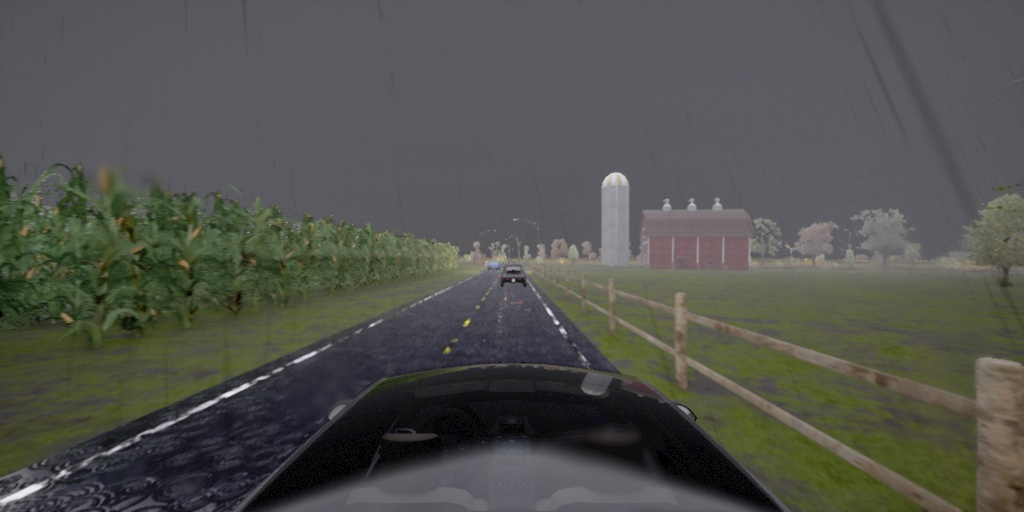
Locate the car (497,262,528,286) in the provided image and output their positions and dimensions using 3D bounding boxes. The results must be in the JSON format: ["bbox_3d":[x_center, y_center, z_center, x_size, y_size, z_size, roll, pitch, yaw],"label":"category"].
[{"bbox_3d":[0.100,1.384,26.624,1.837,1.490,4.892,0,0,0],"label":"car"}]

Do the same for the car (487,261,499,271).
[{"bbox_3d":[-2.868,1.527,56.533,1.882,1.535,5.008,0,0,0],"label":"car"}]
